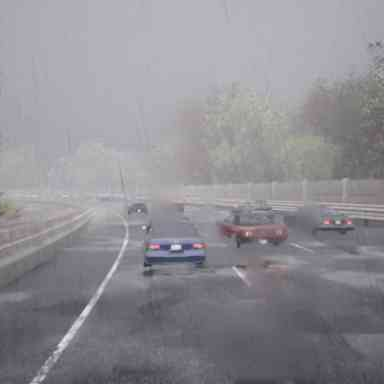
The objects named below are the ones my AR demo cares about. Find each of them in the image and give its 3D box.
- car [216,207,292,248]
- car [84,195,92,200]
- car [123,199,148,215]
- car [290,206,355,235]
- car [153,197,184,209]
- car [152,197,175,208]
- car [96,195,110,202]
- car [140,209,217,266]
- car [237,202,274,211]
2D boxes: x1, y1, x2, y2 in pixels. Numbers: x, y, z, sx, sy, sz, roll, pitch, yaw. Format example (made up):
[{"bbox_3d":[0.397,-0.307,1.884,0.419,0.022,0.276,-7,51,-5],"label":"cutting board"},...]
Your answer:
[{"bbox_3d":[2.362,1.566,14.611,1.895,1.301,4.718,0,0,-8],"label":"car"},{"bbox_3d":[-27.579,1.449,88.771,1.837,1.490,4.892,0,0,-16],"label":"car"},{"bbox_3d":[-5.668,1.468,33.115,1.837,1.490,4.892,0,0,-19],"label":"car"},{"bbox_3d":[6.802,1.490,18.415,2.033,1.411,5.357,0,0,-5],"label":"car"},{"bbox_3d":[-2.284,1.427,34.092,1.882,1.535,5.008,0,0,-19],"label":"car"},{"bbox_3d":[-4.173,1.458,47.728,1.812,1.442,4.674,0,0,-25],"label":"car"},{"bbox_3d":[-19.987,1.423,74.243,1.882,1.535,5.008,0,0,-33],"label":"car"},{"bbox_3d":[-0.727,1.530,11.462,2.033,1.411,5.357,0,0,-7],"label":"car"},{"bbox_3d":[4.146,1.435,23.431,2.128,1.511,4.902,0,0,-10],"label":"car"}]
